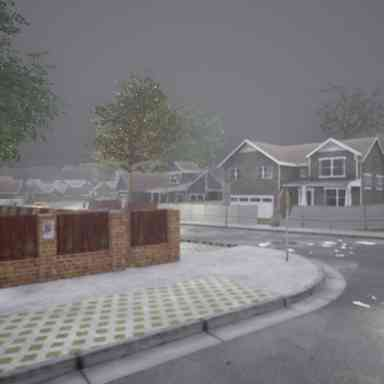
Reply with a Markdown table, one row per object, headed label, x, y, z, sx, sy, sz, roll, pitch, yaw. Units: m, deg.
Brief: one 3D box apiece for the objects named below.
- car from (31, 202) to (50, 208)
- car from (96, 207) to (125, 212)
| label | x | y | z | sx | sy | sz | roll | pitch | yaw |
| --- | --- | --- | --- | --- | --- | --- | --- | --- | --- |
| car | -18.676 | 2.001 | 41.007 | 1.882 | 1.535 | 5.008 | 1 | -1 | -31 |
| car | -5.908 | 1.822 | 24.130 | 1.994 | 1.385 | 4.181 | 1 | -1 | -42 |
